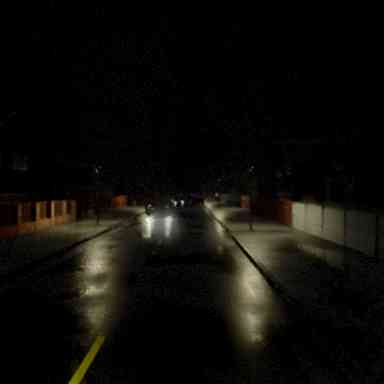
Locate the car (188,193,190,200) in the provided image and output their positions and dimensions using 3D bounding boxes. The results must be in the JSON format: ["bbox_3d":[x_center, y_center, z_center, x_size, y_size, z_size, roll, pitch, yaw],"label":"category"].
[{"bbox_3d":[0.029,1.015,71.934,1.882,1.535,5.008,0,0,0],"label":"car"}]

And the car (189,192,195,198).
[{"bbox_3d":[0.038,0.799,92.421,1.812,1.442,4.674,0,0,0],"label":"car"}]

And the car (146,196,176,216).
[{"bbox_3d":[-2.835,1.202,29.897,2.097,1.767,4.553,0,0,0],"label":"car"}]

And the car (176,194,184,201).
[{"bbox_3d":[-2.721,1.124,70.985,1.812,1.442,4.674,0,0,0],"label":"car"}]

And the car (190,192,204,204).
[{"bbox_3d":[0.984,1.191,53.885,1.882,1.535,5.008,0,0,0],"label":"car"}]
